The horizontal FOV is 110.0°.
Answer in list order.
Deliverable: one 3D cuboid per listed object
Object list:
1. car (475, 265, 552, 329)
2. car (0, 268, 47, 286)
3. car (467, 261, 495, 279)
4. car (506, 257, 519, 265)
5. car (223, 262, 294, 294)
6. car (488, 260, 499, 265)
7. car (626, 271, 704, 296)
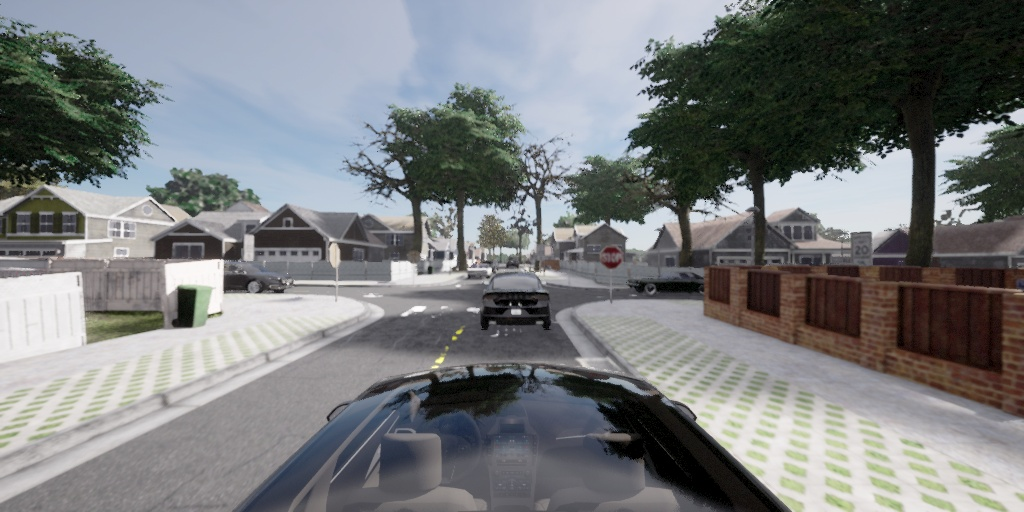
[{"bbox_3d":[0.099,1.206,11.232,1.882,1.535,5.008,0,0,0],"label":"car"},{"bbox_3d":[-23.580,0.893,16.880,4.674,1.442,1.812,1,-1,-1],"label":"car"},{"bbox_3d":[-2.852,1.337,32.005,1.895,1.301,4.718,0,0,0],"label":"car"},{"bbox_3d":[0.092,1.146,62.168,2.150,2.045,5.566,0,-1,0],"label":"car"},{"bbox_3d":[-12.948,1.019,16.937,4.892,1.490,1.837,1,-1,2],"label":"car"},{"bbox_3d":[-2.847,1.283,42.376,1.837,1.490,4.892,0,0,0],"label":"car"},{"bbox_3d":[9.016,1.513,20.235,4.718,1.301,1.895,1,-1,-1],"label":"car"}]
